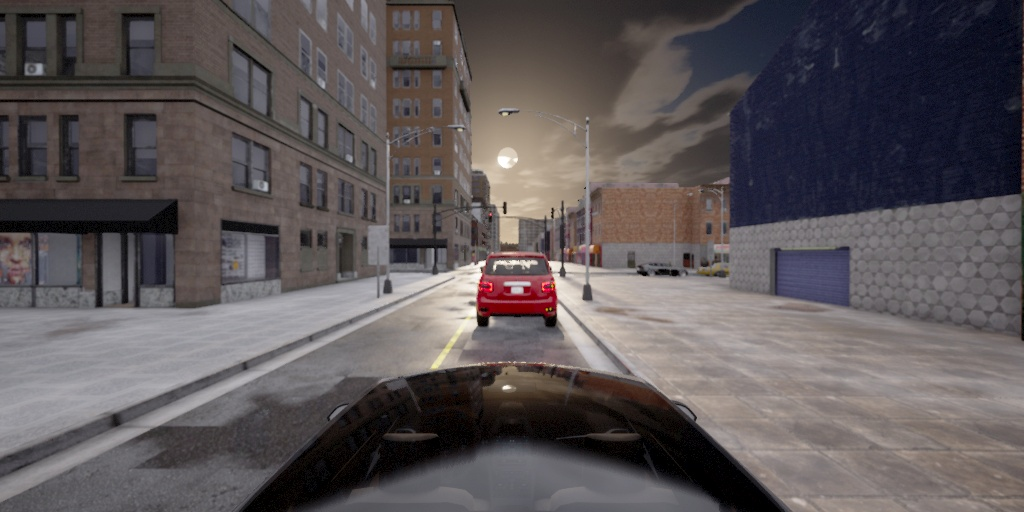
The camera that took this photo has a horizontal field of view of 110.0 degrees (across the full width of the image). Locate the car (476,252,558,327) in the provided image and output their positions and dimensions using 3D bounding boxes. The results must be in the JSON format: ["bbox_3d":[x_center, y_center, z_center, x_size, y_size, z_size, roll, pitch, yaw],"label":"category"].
[{"bbox_3d":[0.133,0.895,11.362,2.150,2.045,5.566,0,1,0],"label":"car"}]

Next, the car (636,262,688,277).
[{"bbox_3d":[13.323,1.203,31.925,4.313,1.339,1.948,0,0,0],"label":"car"}]

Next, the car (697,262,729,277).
[{"bbox_3d":[19.116,1.205,31.917,4.829,1.417,1.751,0,0,0],"label":"car"}]
